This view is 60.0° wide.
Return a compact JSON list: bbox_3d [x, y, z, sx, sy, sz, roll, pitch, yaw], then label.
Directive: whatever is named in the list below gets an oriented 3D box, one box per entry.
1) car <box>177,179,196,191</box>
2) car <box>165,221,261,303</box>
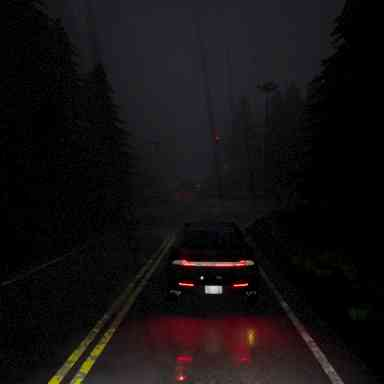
[{"bbox_3d":[-0.700,-1.071,45.217,1.812,1.442,4.674,1,9,14],"label":"car"},{"bbox_3d":[0.448,1.466,8.170,2.128,1.511,4.902,0,0,2],"label":"car"}]
